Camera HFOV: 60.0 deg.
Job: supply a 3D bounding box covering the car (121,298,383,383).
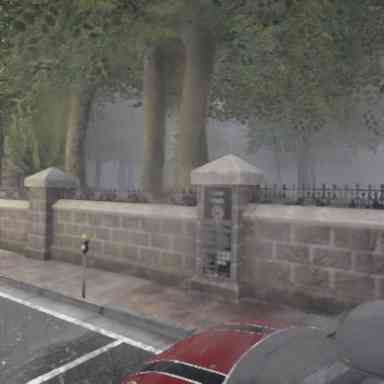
[{"bbox_3d":[1.246,1.441,1.900,4.097,1.590,1.967,0,1,36],"label":"car"}]
